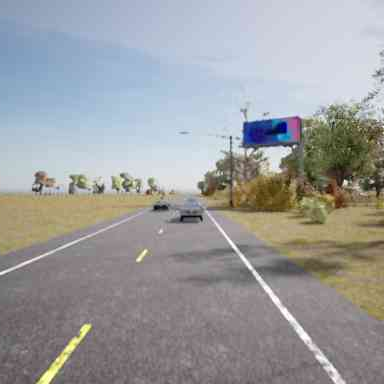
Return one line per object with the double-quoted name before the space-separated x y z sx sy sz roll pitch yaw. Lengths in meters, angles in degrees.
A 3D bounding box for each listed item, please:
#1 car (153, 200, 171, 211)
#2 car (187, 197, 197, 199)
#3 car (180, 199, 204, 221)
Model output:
"car" -3.569 1.603 39.995 1.895 1.301 4.718 0 0 0
"car" 0.014 1.503 44.427 1.837 1.490 4.892 0 0 0
"car" -0.003 1.548 27.181 2.033 1.411 5.357 0 0 1
